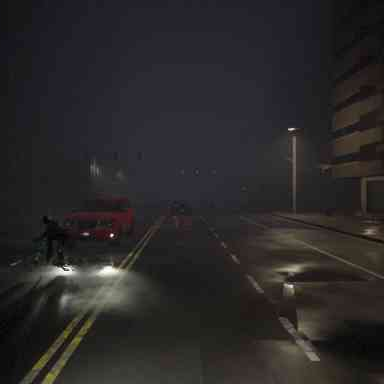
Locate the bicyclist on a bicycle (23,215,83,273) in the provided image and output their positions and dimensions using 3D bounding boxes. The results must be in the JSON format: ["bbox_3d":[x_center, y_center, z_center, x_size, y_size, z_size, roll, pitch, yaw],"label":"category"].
[{"bbox_3d":[-3.884,1.455,9.266,1.656,1.620,0.582,-2,0,-2],"label":"bicyclist on a bicycle"}]

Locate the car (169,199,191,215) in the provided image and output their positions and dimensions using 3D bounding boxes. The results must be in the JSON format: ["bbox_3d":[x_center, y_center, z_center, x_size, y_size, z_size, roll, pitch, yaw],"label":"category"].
[{"bbox_3d":[-1.249,1.492,33.632,2.128,1.511,4.902,0,0,-8],"label":"car"}]

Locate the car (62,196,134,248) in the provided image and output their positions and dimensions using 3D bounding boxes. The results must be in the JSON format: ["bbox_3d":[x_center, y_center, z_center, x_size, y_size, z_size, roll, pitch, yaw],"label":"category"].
[{"bbox_3d":[-4.013,1.222,15.175,2.150,2.045,5.566,0,0,-1],"label":"car"}]

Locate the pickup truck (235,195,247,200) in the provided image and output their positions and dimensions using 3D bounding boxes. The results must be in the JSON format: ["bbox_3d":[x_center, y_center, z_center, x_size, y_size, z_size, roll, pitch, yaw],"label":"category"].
[{"bbox_3d":[13.861,1.058,90.876,2.390,2.098,6.274,0,0,29],"label":"pickup truck"}]

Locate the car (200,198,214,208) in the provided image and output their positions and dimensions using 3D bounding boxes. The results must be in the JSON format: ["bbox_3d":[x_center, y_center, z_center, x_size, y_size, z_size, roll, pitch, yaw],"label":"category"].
[{"bbox_3d":[2.151,1.547,48.476,2.033,1.411,5.357,0,0,-3],"label":"car"}]
